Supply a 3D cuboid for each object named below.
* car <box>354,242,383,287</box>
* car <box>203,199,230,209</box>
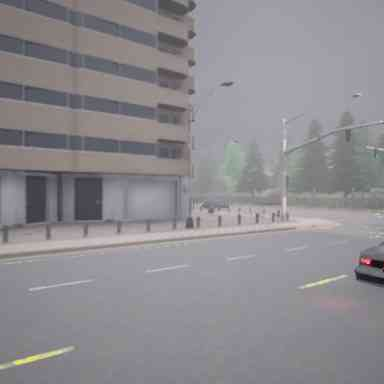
[{"bbox_3d":[6.148,1.568,8.175,5.357,1.411,2.033,0,0,-35],"label":"car"},{"bbox_3d":[3.491,1.684,47.145,1.994,1.385,4.181,0,0,-36],"label":"car"}]
